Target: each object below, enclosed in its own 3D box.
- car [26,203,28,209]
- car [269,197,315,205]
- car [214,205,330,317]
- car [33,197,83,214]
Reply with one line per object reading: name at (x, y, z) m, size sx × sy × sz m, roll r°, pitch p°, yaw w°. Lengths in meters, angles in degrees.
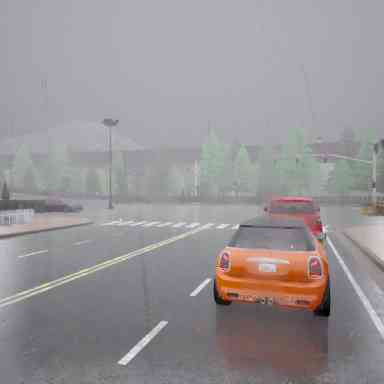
car at (-17.742, 1.592, 39.460) m, size 4.718 × 1.301 × 1.895 m, roll 0°, pitch 0°, yaw 16°
car at (4.220, 1.221, 14.123) m, size 2.150 × 2.045 × 5.566 m, roll 0°, pitch 0°, yaw 16°
car at (2.025, 1.352, 7.855) m, size 2.097 × 1.767 × 4.553 m, roll 0°, pitch 0°, yaw 19°
car at (-13.669, 1.352, 34.637) m, size 4.553 × 1.767 × 2.097 m, roll 0°, pitch 0°, yaw 16°
